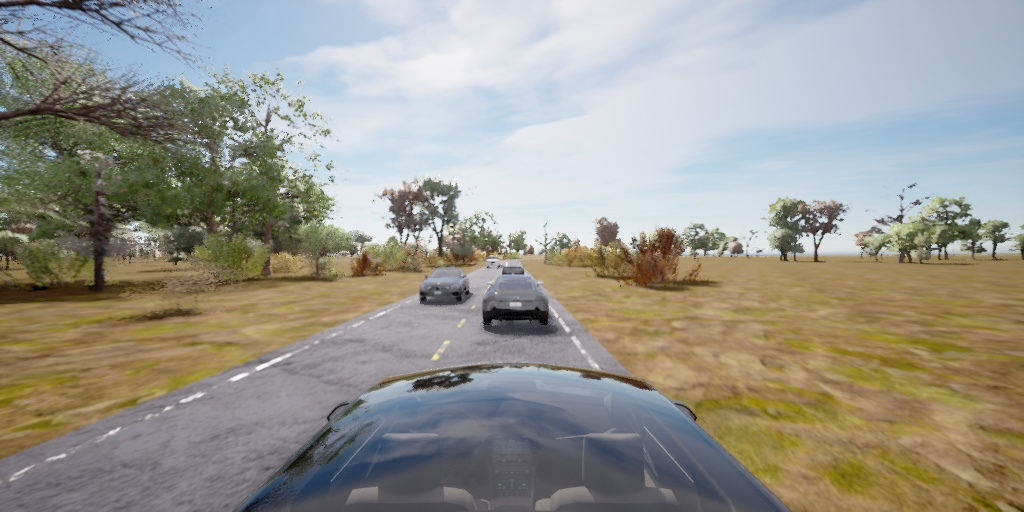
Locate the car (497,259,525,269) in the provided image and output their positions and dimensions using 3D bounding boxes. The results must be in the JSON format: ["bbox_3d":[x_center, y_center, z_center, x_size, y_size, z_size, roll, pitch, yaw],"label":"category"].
[{"bbox_3d":[0.100,1.228,30.897,2.128,1.511,4.902,0,0,0],"label":"car"}]

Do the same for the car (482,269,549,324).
[{"bbox_3d":[0.101,1.309,11.926,1.994,1.385,4.181,0,0,0],"label":"car"}]

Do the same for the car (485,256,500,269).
[{"bbox_3d":[-3.048,0.938,57.880,2.150,2.045,5.566,0,0,1],"label":"car"}]

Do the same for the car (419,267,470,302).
[{"bbox_3d":[-3.085,1.269,17.191,1.812,1.442,4.674,0,0,0],"label":"car"}]
